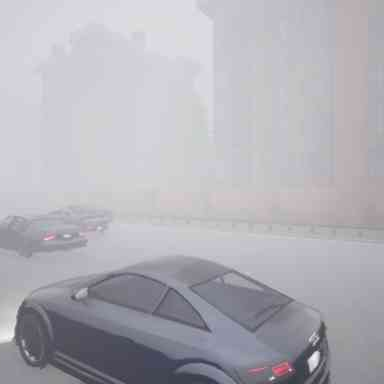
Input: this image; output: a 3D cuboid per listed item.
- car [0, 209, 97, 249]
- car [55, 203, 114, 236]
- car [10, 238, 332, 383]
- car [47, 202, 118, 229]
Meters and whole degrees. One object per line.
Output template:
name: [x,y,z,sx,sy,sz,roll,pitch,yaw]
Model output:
car: [-6.286,1.548,12.772,5.357,1.411,2.033,0,0,35]
car: [-6.339,1.491,17.108,4.902,1.511,2.128,0,0,35]
car: [-0.466,1.563,4.324,4.181,1.385,1.994,0,0,35]
car: [-7.329,1.477,22.113,5.008,1.535,1.882,0,0,35]
